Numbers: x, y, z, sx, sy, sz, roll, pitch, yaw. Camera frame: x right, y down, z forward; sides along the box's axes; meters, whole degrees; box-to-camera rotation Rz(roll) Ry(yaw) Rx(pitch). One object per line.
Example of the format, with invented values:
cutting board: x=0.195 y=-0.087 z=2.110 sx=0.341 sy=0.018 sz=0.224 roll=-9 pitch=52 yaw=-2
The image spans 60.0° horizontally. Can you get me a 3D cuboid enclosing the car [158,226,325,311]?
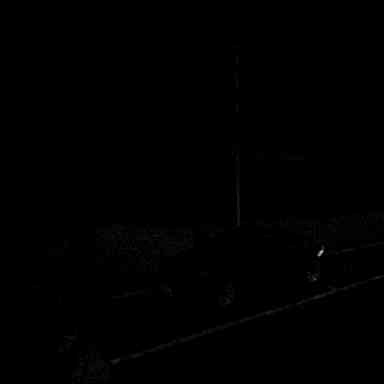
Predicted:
car: x=1.305 y=1.523 z=7.687 sx=4.313 sy=1.339 sz=1.947 roll=-1 pitch=1 yaw=-35

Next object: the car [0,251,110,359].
car: x=-3.273 y=1.567 z=4.423 sx=4.313 sy=1.339 sz=1.947 roll=-1 pitch=1 yaw=-35
